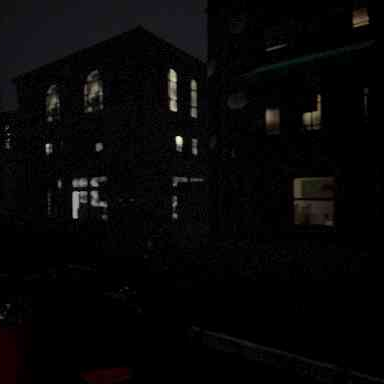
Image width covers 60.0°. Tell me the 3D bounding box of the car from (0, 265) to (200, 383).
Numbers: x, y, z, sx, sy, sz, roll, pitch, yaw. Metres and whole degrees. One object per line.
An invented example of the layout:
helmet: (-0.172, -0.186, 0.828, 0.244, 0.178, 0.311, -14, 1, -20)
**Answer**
car: (-1.855, 1.612, 4.199, 4.206, 1.307, 1.802, -1, 0, 36)
